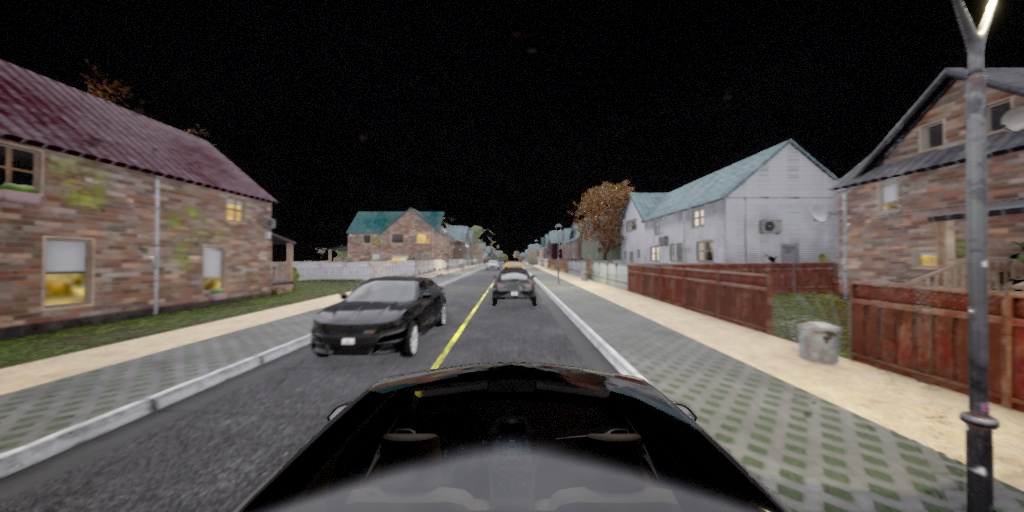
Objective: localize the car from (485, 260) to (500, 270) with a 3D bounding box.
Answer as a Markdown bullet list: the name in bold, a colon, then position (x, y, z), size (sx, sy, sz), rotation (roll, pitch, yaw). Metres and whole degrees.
- **car**: position (-2.782, 1.314, 52.514), size (1.812, 1.442, 4.674), rotation (0, 0, 0)

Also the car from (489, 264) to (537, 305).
- **car**: position (0.093, 1.264, 15.932), size (1.812, 1.442, 4.674), rotation (0, 0, 0)

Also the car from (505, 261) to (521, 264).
- **car**: position (0.088, 1.225, 34.304), size (1.882, 1.535, 5.008), rotation (0, 0, 0)

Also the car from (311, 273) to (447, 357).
- **car**: position (-2.853, 1.221, 8.743), size (1.882, 1.535, 5.008), rotation (0, 0, 0)
